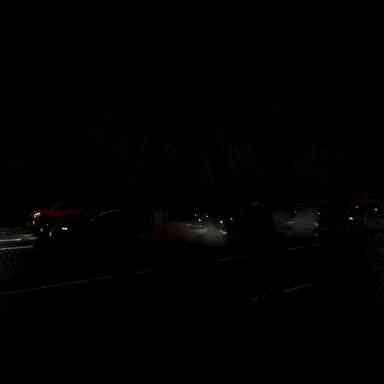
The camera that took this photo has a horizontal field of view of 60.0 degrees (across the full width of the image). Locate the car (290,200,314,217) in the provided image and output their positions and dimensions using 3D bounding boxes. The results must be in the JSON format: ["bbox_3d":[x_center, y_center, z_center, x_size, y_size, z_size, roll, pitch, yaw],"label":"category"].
[{"bbox_3d":[10.944,1.505,30.208,4.892,1.490,1.837,0,0,-35],"label":"car"}]

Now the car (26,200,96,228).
[{"bbox_3d":[-7.931,1.352,21.068,4.553,1.767,2.097,0,0,-35],"label":"car"}]

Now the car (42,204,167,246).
[{"bbox_3d":[-3.921,1.492,15.330,4.902,1.511,2.128,0,0,-36],"label":"car"}]

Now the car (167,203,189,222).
[{"bbox_3d":[-0.909,1.564,26.086,4.181,1.385,1.994,0,0,-36],"label":"car"}]

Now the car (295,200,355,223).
[{"bbox_3d":[10.175,1.564,25.383,4.181,1.385,1.994,0,0,-35],"label":"car"}]

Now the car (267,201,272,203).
[{"bbox_3d":[6.219,1.526,31.146,4.674,1.442,1.812,0,0,-35],"label":"car"}]

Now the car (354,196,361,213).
[{"bbox_3d":[19.435,1.221,36.197,5.566,2.045,2.150,0,0,-35],"label":"car"}]

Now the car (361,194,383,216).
[{"bbox_3d":[18.745,1.221,31.418,5.566,2.045,2.150,0,0,-36],"label":"car"}]

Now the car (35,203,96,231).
[{"bbox_3d":[-5.522,1.547,18.532,5.357,1.411,2.033,0,0,-35],"label":"car"}]

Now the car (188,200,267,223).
[{"bbox_3d":[2.693,1.547,24.358,5.357,1.411,2.033,0,0,-36],"label":"car"}]

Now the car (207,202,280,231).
[{"bbox_3d":[3.324,1.564,20.506,4.181,1.385,1.994,0,0,-35],"label":"car"}]

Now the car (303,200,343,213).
[{"bbox_3d":[14.623,1.601,37.074,4.718,1.301,1.895,0,0,-36],"label":"car"}]
